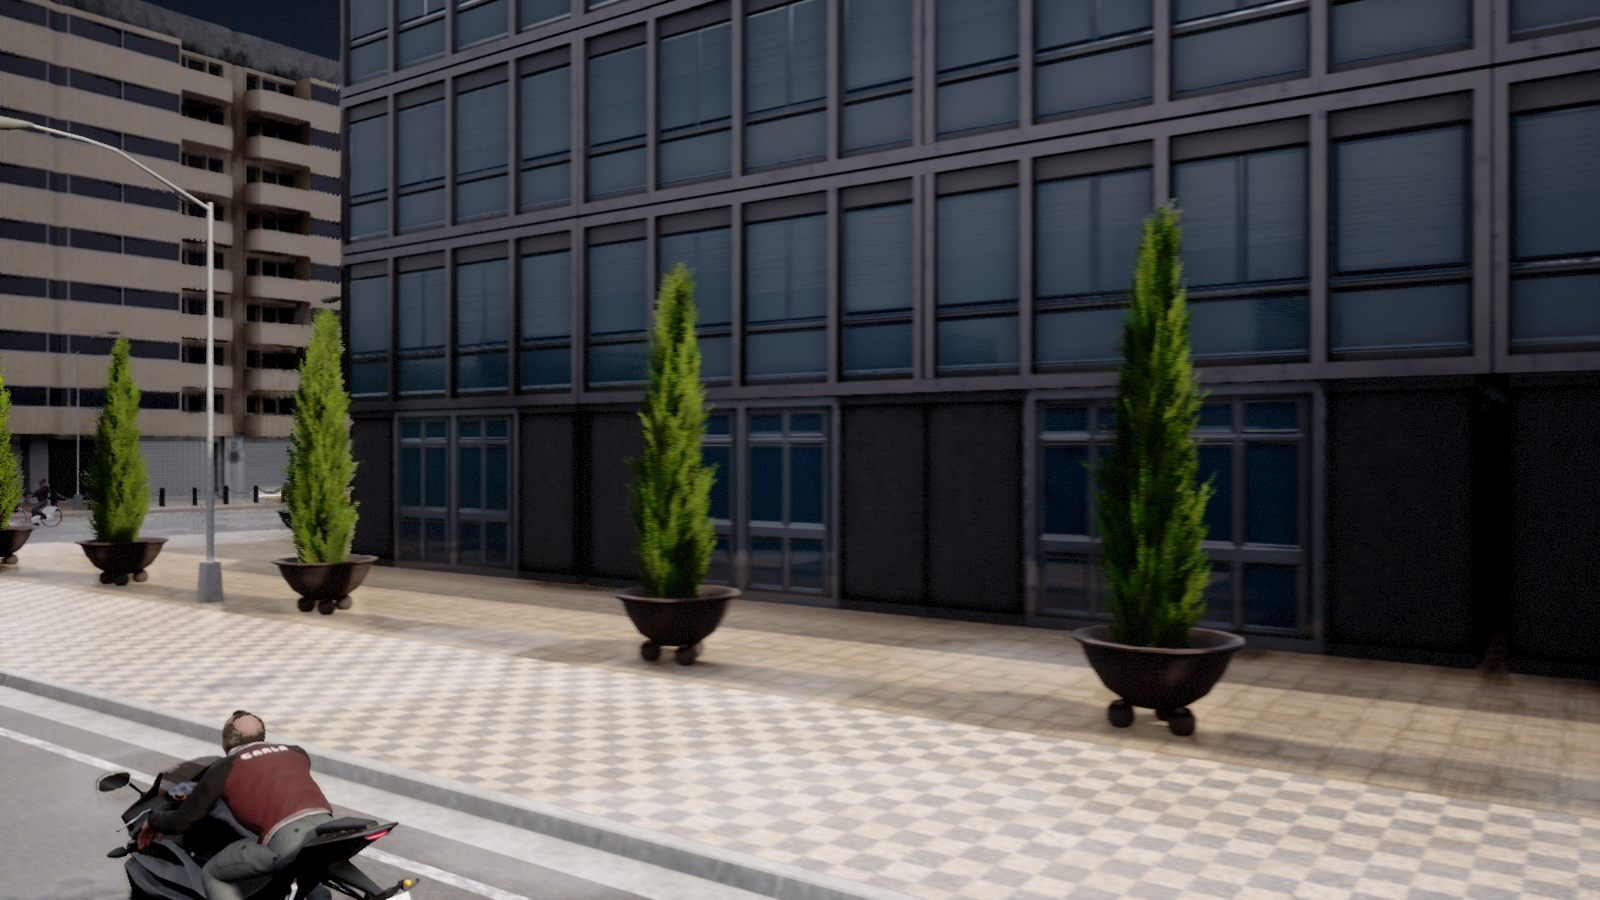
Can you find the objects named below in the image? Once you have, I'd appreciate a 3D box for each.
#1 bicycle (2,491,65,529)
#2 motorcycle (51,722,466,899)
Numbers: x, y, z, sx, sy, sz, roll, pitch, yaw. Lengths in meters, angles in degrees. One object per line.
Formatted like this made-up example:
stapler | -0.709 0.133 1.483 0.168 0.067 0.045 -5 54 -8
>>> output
bicycle | -27.034 2.113 40.320 0.329 1.271 1.835 0 0 34
motorcycle | -2.726 2.206 5.648 2.209 1.251 0.867 0 0 35
